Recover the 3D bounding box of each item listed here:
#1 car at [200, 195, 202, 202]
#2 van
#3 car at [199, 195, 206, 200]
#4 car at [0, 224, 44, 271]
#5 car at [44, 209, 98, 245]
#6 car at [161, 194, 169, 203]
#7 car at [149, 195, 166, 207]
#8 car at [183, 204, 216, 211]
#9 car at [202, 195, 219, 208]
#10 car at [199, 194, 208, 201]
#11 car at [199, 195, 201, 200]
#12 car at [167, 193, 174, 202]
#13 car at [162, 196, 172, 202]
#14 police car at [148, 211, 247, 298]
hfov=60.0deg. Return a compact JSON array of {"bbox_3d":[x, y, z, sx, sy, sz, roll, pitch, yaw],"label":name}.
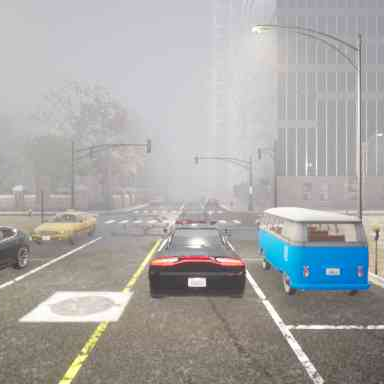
[{"bbox_3d":[2.752,1.538,52.214,1.947,1.339,4.313,0,0,0],"label":"car"},{"bbox_3d":[2.783,1.337,8.408,1.690,1.788,3.998,0,0,0],"label":"van"},{"bbox_3d":[2.799,1.452,92.156,1.752,1.417,4.829,0,0,0],"label":"car"},{"bbox_3d":[-5.761,1.562,8.417,1.947,1.339,4.313,0,0,0],"label":"car"},{"bbox_3d":[-5.801,1.518,15.651,1.752,1.417,4.829,0,0,0],"label":"car"},{"bbox_3d":[-5.623,1.520,57.904,2.008,1.369,4.403,0,0,0],"label":"car"},{"bbox_3d":[-5.629,1.517,52.222,1.887,1.381,4.507,0,0,0],"label":"car"},{"bbox_3d":[0.119,1.555,17.556,1.994,1.385,4.181,0,0,0],"label":"car"},{"bbox_3d":[2.746,1.416,46.534,1.967,1.590,4.097,0,0,0],"label":"car"},{"bbox_3d":[2.786,1.388,80.620,1.967,1.590,4.097,0,0,0],"label":"car"},{"bbox_3d":[2.778,1.521,74.939,1.947,1.339,4.313,0,0,0],"label":"car"},{"bbox_3d":[-5.608,1.276,69.271,2.192,1.841,5.009,0,0,0],"label":"car"},{"bbox_3d":[-5.603,1.537,74.953,1.802,1.307,4.206,0,0,0],"label":"car"},{"bbox_3d":[0.106,1.501,8.593,2.038,1.542,4.974,0,0,0],"label":"police car"}]
